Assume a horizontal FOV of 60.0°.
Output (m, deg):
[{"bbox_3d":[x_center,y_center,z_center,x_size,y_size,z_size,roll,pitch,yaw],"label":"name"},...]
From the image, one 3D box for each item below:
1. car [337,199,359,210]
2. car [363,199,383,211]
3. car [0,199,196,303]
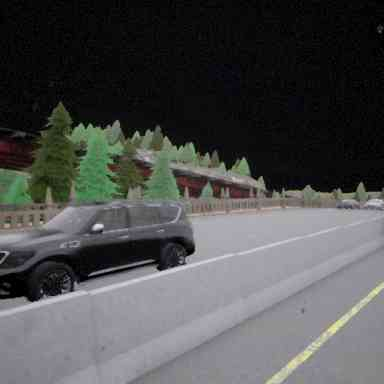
[{"bbox_3d":[21.415,1.681,45.424,1.812,1.442,4.674,0,-2,42],"label":"car"},{"bbox_3d":[23.392,1.649,42.393,1.812,1.442,4.674,0,-2,42],"label":"car"},{"bbox_3d":[-2.258,1.234,8.363,2.150,2.045,5.566,0,0,42],"label":"car"}]
